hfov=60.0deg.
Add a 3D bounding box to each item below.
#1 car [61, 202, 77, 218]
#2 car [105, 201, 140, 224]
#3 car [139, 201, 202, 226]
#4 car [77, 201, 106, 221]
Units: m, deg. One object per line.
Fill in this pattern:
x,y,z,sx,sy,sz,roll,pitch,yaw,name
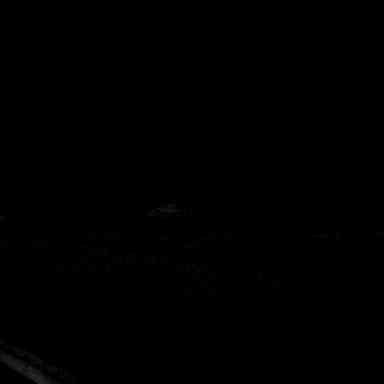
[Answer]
-9.055,1.505,29.002,2.002,1.452,4.674,0,0,36,car
-3.720,1.463,25.203,2.097,1.535,5.008,0,0,36,car
-1.163,1.502,23.366,2.002,1.452,4.674,0,0,36,car
-6.391,1.465,27.096,2.231,1.521,4.892,0,0,36,car
